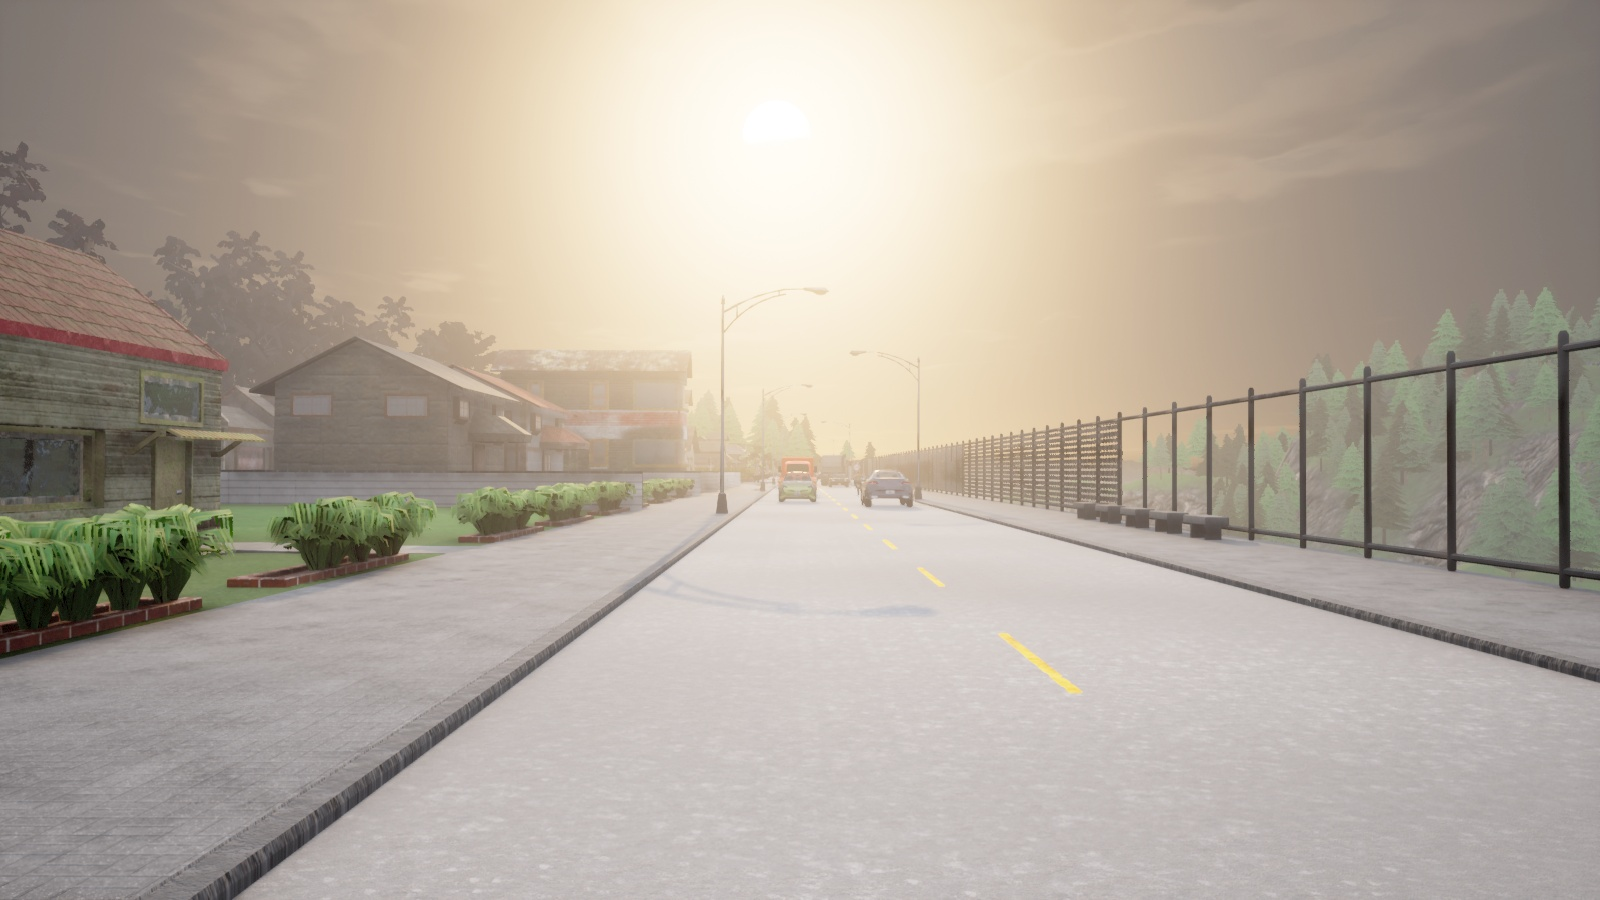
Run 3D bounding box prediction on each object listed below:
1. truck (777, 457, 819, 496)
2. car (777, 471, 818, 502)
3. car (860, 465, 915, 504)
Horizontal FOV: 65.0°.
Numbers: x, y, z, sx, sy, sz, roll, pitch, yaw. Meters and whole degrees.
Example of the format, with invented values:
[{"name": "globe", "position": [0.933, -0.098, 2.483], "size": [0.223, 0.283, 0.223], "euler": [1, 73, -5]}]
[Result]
[{"name": "truck", "position": [-0.143, 1.691, 81.324], "size": [2.627, 2.467, 5.204], "euler": [0, -1, 0]}, {"name": "car", "position": [-0.108, 1.827, 63.566], "size": [2.007, 1.525, 4.514], "euler": [0, -1, 0]}, {"name": "car", "position": [3.904, 1.531, 56.911], "size": [2.152, 1.651, 5.027], "euler": [0, -1, 0]}]
